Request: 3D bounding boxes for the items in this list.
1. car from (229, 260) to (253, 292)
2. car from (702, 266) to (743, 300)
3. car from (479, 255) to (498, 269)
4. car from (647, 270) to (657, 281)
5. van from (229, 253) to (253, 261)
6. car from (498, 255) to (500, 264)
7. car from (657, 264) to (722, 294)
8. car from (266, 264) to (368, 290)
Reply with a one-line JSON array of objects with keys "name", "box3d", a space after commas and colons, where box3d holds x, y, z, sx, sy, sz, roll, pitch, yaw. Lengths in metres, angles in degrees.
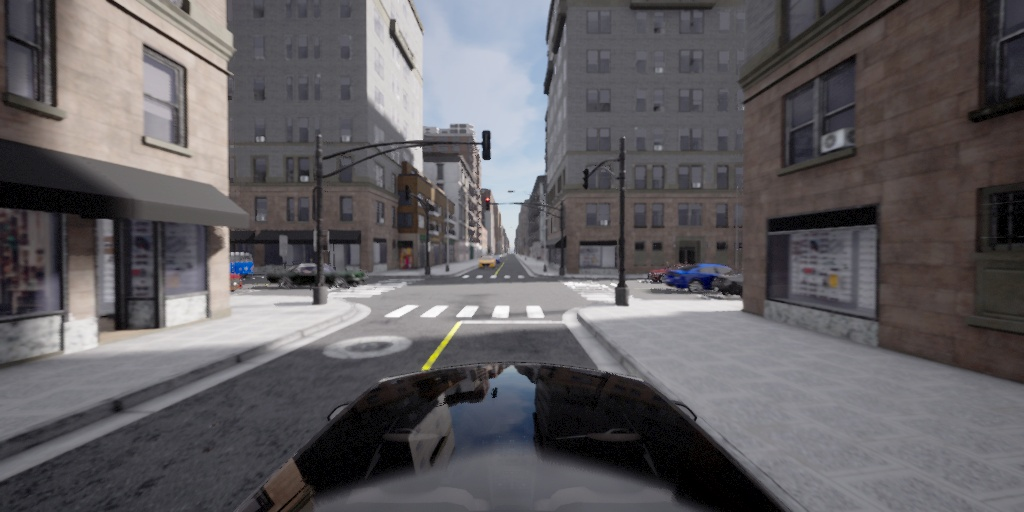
[{"name": "car", "box3d": [-15.144, 1.033, 16.719, 4.507, 1.381, 1.888, 0, 0, 0]}, {"name": "car", "box3d": [11.619, 1.301, 16.530, 4.403, 1.370, 2.007, 0, 0, 0]}, {"name": "car", "box3d": [-3.078, 0.746, 44.824, 1.882, 1.535, 5.008, 0, 1, 0]}, {"name": "car", "box3d": [11.654, 1.197, 25.055, 4.207, 1.307, 1.802, 0, 0, 0]}, {"name": "van", "box3d": [-20.600, 0.639, 25.289, 3.998, 1.789, 1.690, 0, 0, 0]}, {"name": "car", "box3d": [-3.024, 0.539, 62.261, 1.882, 1.535, 5.008, 0, 1, 1]}, {"name": "car", "box3d": [10.890, 1.186, 19.378, 5.008, 1.535, 1.882, 1, 1, 0]}, {"name": "car", "box3d": [-10.444, 1.091, 19.532, 4.718, 1.301, 1.895, 1, 1, 0]}]
